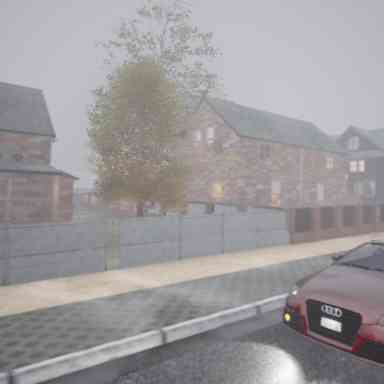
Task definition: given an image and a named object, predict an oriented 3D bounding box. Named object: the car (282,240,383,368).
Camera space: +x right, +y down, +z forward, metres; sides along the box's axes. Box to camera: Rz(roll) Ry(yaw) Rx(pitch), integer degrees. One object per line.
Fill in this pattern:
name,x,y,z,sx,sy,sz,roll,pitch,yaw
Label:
car,3.441,1.542,5.513,4.181,1.385,1.994,0,0,-36
